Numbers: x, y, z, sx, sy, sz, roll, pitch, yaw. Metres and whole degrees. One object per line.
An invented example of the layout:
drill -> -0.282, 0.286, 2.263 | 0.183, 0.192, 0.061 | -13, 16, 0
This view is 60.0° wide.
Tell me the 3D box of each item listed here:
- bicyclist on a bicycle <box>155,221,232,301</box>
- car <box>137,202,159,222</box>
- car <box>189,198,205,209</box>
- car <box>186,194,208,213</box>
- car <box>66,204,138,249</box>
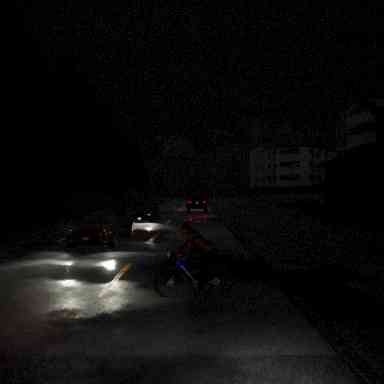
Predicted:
bicyclist on a bicycle -> 0.016, 1.440, 6.991 | 1.656, 1.620, 0.582 | -2, 0, 1
car -> -3.759, 1.545, 26.713 | 2.033, 1.411, 5.357 | 0, 0, 1
car -> 0.675, 1.543, 47.252 | 2.033, 1.411, 5.357 | 0, 0, 0
car -> 0.542, 1.215, 36.682 | 2.150, 2.045, 5.566 | 0, 0, 0
car -> -3.923, 1.476, 14.857 | 1.882, 1.535, 5.008 | 0, 0, 1
